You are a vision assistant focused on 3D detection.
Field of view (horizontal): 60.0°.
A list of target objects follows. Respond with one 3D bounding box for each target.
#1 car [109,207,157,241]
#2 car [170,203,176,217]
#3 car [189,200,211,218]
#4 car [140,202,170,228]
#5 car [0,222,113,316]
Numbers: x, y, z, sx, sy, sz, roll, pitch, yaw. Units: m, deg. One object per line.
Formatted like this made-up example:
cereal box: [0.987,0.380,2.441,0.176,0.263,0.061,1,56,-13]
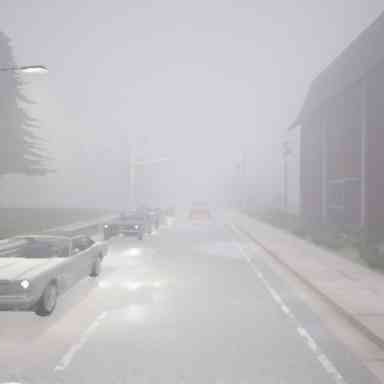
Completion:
car: [-3.245,1.719,17.673,1.895,1.301,4.718,0,0,1]
car: [-2.756,1.818,35.549,2.033,1.411,5.357,0,0,1]
car: [0.808,1.634,33.730,2.097,1.767,4.553,0,0,1]
car: [-3.024,1.687,23.352,2.128,1.511,4.902,0,0,1]
car: [-3.470,1.636,7.719,1.895,1.301,4.718,0,0,1]
